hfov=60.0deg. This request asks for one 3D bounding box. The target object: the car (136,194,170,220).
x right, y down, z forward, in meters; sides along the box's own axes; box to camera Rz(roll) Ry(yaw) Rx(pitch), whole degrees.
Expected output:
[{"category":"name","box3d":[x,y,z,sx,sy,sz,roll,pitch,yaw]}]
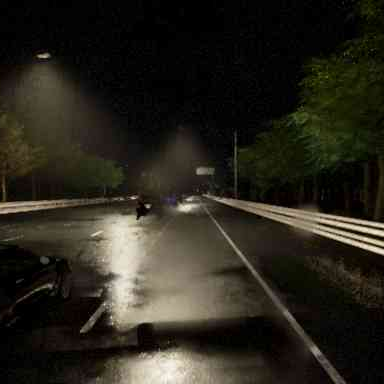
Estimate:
[{"category":"car","box3d":[-3.457,1.283,28.802,2.150,2.045,5.566,0,0,0]}]

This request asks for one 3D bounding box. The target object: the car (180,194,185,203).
[{"category":"car","box3d":[-3.209,1.427,73.570,2.150,2.045,5.566,0,0,0]}]

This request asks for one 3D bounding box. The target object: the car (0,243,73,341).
[{"category":"car","box3d":[-3.498,1.532,5.349,1.812,1.442,4.674,0,0,0]}]

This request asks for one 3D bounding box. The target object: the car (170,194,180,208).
[{"category":"car","box3d":[-3.365,1.349,50.398,2.150,2.045,5.566,0,0,0]}]
